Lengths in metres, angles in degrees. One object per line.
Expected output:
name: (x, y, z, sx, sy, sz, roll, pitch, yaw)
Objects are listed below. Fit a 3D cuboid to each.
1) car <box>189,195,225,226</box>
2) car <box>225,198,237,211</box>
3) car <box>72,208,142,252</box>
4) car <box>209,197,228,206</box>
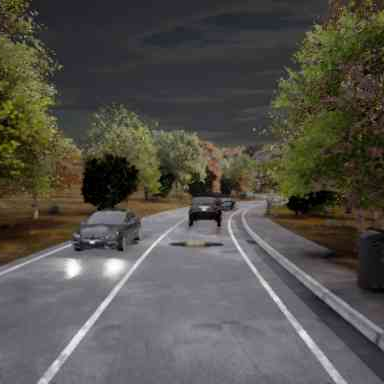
car: (1.064, 1.201, 23.596, 2.150, 2.045, 5.566, 0, 0, 6)
car: (4.501, 1.493, 42.107, 2.128, 1.511, 4.902, 1, 0, 14)
car: (-3.343, 1.476, 13.921, 1.837, 1.490, 4.892, 0, 0, 3)
car: (4.345, 1.535, 54.279, 1.895, 1.301, 4.718, 2, 0, 20)
